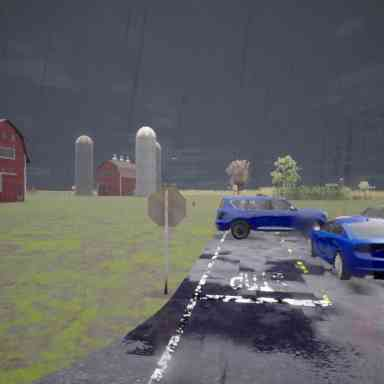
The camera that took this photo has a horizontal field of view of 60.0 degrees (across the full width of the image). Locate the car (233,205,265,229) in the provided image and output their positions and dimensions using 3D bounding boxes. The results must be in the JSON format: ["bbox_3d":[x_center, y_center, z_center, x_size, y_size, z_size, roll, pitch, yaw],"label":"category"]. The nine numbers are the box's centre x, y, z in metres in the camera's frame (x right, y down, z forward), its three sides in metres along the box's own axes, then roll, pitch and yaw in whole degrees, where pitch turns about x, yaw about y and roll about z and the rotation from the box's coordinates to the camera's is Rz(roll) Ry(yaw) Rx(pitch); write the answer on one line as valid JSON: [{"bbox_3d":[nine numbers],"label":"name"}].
[{"bbox_3d":[3.863,1.601,22.685,1.895,1.301,4.718,0,0,9],"label":"car"}]

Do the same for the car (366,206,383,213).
[{"bbox_3d":[8.351,1.369,14.553,2.097,1.767,4.553,0,0,-31],"label":"car"}]

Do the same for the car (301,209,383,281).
[{"bbox_3d":[4.825,1.481,9.795,1.882,1.535,5.008,0,0,6],"label":"car"}]

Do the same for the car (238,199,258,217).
[{"bbox_3d":[5.527,1.502,32.991,1.837,1.490,4.892,0,0,9],"label":"car"}]

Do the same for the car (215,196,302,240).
[{"bbox_3d":[3.929,1.219,16.467,5.566,2.045,2.150,0,0,7],"label":"car"}]
